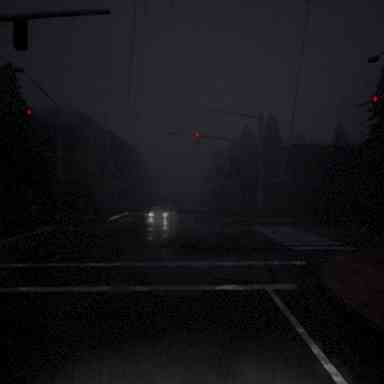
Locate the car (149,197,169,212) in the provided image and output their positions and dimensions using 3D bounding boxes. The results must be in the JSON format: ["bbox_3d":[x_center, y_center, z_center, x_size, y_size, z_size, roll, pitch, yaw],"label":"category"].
[{"bbox_3d":[-3.524,1.339,36.211,1.837,1.490,4.892,0,1,0],"label":"car"}]
